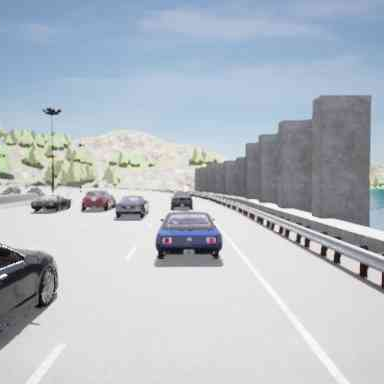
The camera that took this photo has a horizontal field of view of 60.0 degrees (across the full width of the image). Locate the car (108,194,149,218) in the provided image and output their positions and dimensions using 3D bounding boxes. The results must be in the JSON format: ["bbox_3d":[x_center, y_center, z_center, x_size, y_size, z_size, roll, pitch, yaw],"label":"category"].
[{"bbox_3d":[-4.066,0.939,23.054,2.033,1.411,5.357,0,2,-3],"label":"car"}]

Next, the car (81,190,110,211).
[{"bbox_3d":[-7.944,0.602,28.524,2.097,1.767,4.553,0,2,-4],"label":"car"}]

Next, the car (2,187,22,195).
[{"bbox_3d":[-29.734,-0.026,55.072,2.097,1.767,4.553,0,2,-14],"label":"car"}]

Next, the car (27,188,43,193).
[{"bbox_3d":[-26.325,0.092,55.866,1.837,1.490,4.892,0,2,-14],"label":"car"}]

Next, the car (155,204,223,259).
[{"bbox_3d":[-0.144,1.298,11.321,1.895,1.301,4.718,0,2,-2],"label":"car"}]

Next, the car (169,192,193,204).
[{"bbox_3d":[-0.948,0.739,28.903,1.837,1.490,4.892,0,2,-4],"label":"car"}]

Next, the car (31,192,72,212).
[{"bbox_3d":[-11.337,0.887,27.256,1.895,1.301,4.718,0,2,-4],"label":"car"}]

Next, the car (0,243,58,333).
[{"bbox_3d":[-3.484,1.383,4.536,1.837,1.490,4.892,0,1,-1],"label":"car"}]
